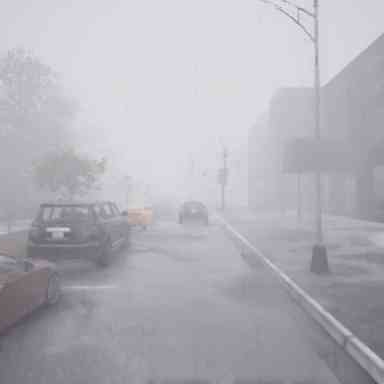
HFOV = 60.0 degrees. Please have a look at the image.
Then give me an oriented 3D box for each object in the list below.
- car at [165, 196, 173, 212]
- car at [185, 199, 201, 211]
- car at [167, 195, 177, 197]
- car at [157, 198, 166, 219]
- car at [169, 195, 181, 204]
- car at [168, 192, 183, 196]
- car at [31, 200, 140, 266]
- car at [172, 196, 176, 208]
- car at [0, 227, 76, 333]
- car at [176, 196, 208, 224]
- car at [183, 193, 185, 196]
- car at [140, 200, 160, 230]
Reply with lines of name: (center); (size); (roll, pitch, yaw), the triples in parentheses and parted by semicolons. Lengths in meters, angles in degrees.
car: (-3.650, 1.584, 37.514); (1.946, 1.575, 5.366); (0, 0, 2)
car: (0.093, 1.665, 42.913); (1.994, 1.385, 4.181); (0, 0, 0)
car: (-3.659, 1.636, 49.452); (2.231, 1.521, 4.892); (0, -1, 2)
car: (-3.656, 1.558, 27.261); (2.097, 1.535, 5.008); (0, 0, 2)
car: (-3.664, 1.520, 71.600); (2.185, 1.767, 4.553); (0, 0, 2)
car: (-3.660, 1.377, 63.947); (2.435, 2.045, 5.566); (0, 0, 2)
car: (-3.655, 1.289, 11.830); (2.435, 2.045, 5.566); (0, 0, 1)
car: (-3.658, 1.619, 43.896); (2.097, 1.535, 5.008); (0, 0, 2)
car: (-3.653, 1.555, 5.084); (2.002, 1.452, 4.674); (0, 0, 0)
car: (0.096, 1.403, 25.460); (2.097, 1.767, 4.553); (0, 0, 0)
car: (-3.658, 1.644, 88.452); (1.946, 1.575, 5.366); (0, 1, 2)
car: (-3.655, 1.531, 21.713); (2.097, 1.535, 5.008); (0, 0, 2)
